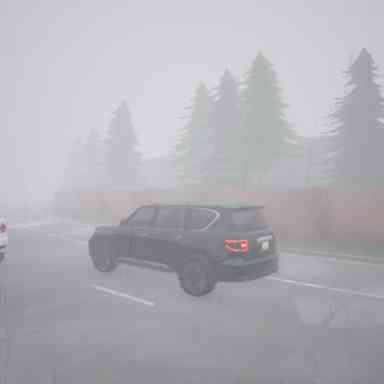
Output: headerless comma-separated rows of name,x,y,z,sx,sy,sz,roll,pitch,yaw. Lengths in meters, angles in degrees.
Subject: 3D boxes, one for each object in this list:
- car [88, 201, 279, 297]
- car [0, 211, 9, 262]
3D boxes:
car,-0.479,1.254,8.958,5.566,2.045,2.150,0,0,39
car,-7.919,1.203,10.926,5.566,2.045,2.150,0,0,44
